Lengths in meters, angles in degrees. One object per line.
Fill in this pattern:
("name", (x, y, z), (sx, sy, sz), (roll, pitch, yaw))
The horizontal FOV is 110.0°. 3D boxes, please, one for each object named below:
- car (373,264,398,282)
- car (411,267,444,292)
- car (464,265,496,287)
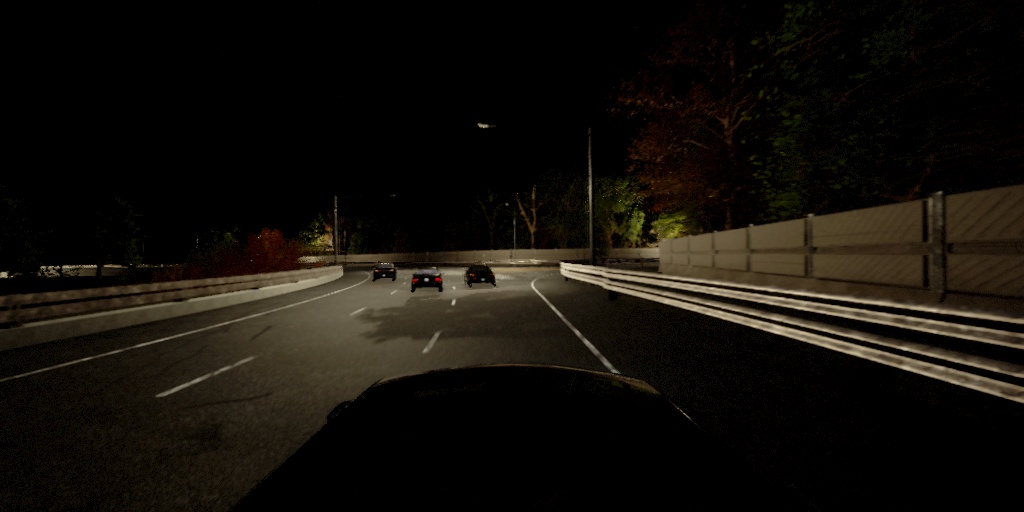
("car", (-11.205, 1.422, 31.815), (2.128, 1.511, 4.902), (-1, 0, -16))
("car", (-5.221, 1.381, 22.299), (2.033, 1.411, 5.357), (-1, 0, -12))
("car", (-2.280, 1.311, 24.865), (1.812, 1.442, 4.674), (-1, 0, -11))
